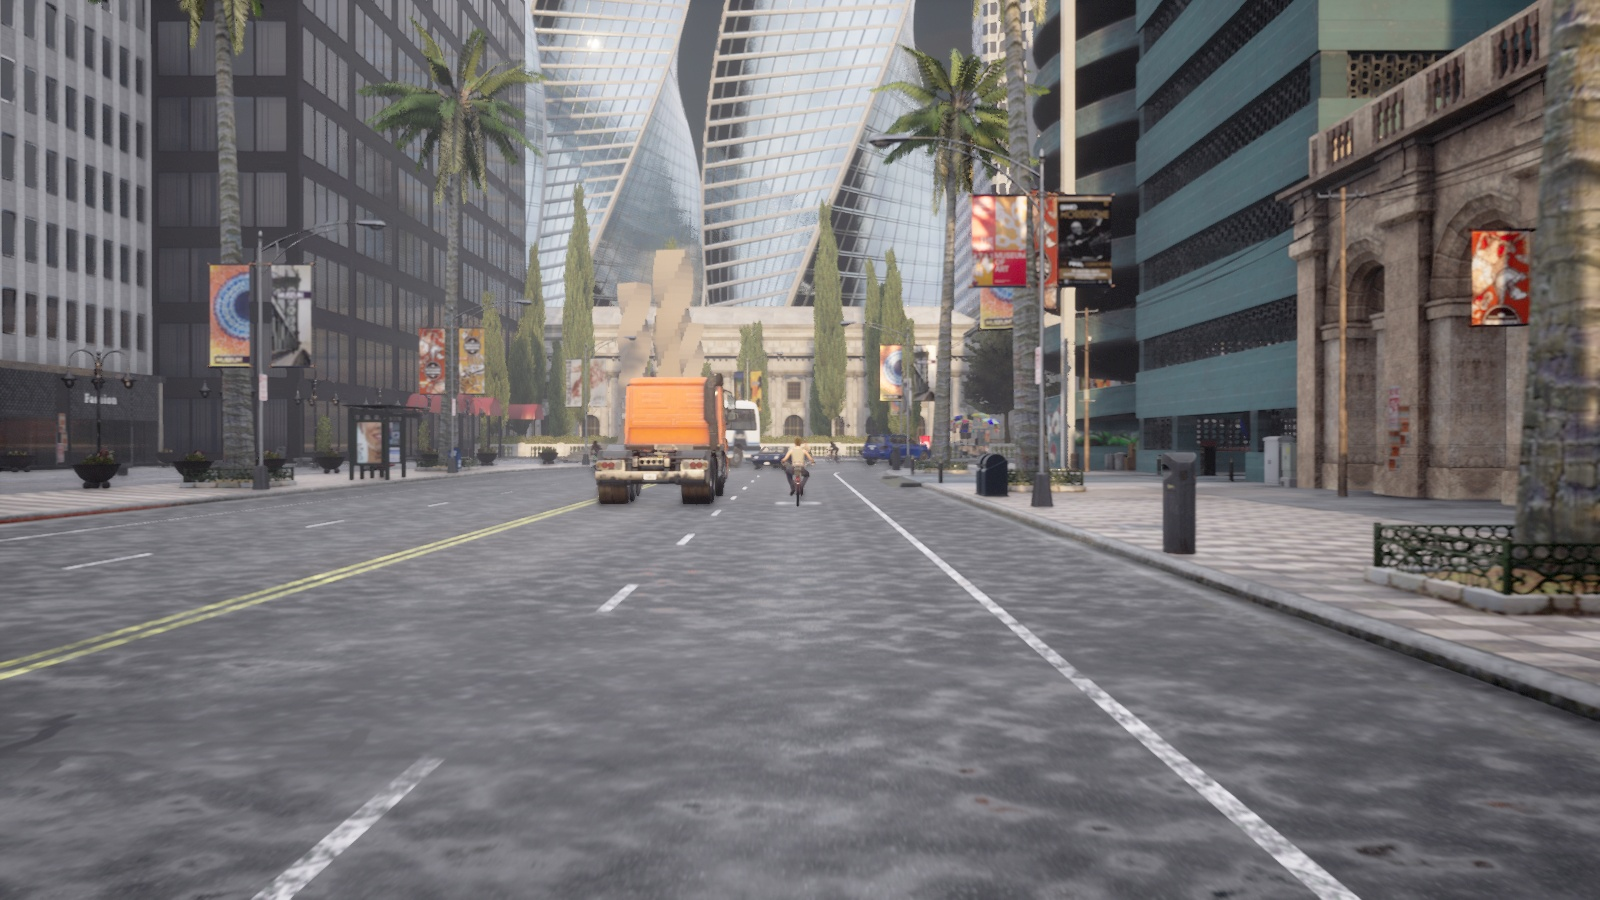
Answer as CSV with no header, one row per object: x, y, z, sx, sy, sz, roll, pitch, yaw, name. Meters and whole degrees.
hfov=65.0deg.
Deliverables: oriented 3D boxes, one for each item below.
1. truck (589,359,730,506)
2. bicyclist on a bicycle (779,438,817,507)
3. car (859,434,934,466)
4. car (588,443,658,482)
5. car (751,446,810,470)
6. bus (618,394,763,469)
-3.544,-0.427,33.571,2.891,3.462,7.936,0,0,0,truck
-0.042,0.514,29.960,0.866,1.612,1.509,0,0,0,bicyclist on a bicycle
6.511,-0.004,84.073,2.150,2.045,5.566,0,0,41,car
-7.082,0.455,50.758,2.163,1.488,4.792,0,0,0,car
-1.080,0.441,71.850,1.895,1.301,4.718,0,0,19,car
-6.512,-1.069,77.089,3.944,4.253,10.273,0,0,28,bus
